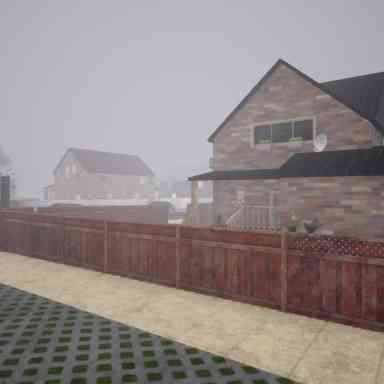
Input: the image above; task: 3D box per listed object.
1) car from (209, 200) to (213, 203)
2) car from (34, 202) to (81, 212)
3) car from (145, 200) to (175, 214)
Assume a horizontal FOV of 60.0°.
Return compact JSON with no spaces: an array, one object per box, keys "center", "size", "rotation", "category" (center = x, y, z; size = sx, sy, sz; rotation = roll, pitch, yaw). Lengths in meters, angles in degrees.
[{"center":[3.434,1.785,45.482],"size":[1.812,1.442,4.674],"rotation":[0,0,36],"category":"car"},{"center":[-10.445,1.607,26.080],"size":[1.837,1.490,4.892],"rotation":[0,0,36],"category":"car"},{"center":[-3.743,1.682,35.471],"size":[1.837,1.490,4.892],"rotation":[0,-1,36],"category":"car"}]
